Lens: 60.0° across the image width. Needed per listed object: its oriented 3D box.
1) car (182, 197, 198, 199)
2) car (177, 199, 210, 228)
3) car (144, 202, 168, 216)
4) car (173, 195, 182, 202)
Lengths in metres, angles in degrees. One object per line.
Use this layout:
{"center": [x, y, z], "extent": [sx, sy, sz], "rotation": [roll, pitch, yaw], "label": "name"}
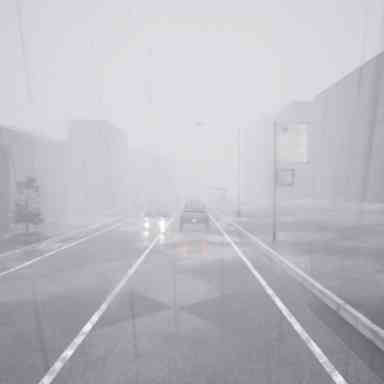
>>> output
{"center": [0.123, 1.527, 42.429], "extent": [2.128, 1.511, 4.902], "rotation": [0, 0, 0], "label": "car"}
{"center": [0.140, 1.487, 22.108], "extent": [2.128, 1.511, 4.902], "rotation": [0, 0, 0], "label": "car"}
{"center": [-3.411, 1.611, 32.085], "extent": [1.895, 1.301, 4.718], "rotation": [0, 0, 0], "label": "car"}
{"center": [-3.086, 1.497, 73.308], "extent": [1.837, 1.490, 4.892], "rotation": [0, 0, 0], "label": "car"}
